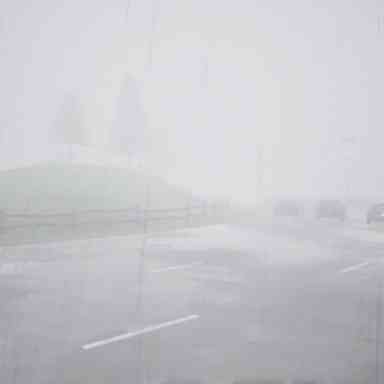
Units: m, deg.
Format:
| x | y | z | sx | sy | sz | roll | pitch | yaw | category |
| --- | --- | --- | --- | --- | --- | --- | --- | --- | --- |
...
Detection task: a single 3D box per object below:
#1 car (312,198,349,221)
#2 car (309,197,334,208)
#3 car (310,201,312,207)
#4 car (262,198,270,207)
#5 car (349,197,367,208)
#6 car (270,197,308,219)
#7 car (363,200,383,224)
| x | y | z | sx | sy | sz | roll | pitch | yaw | category |
| --- | --- | --- | --- | --- | --- | --- | --- | --- | --- |
| 11.416 | 1.334 | 27.213 | 2.097 | 1.767 | 4.553 | -1 | 0 | 27 | car |
| 19.085 | 1.540 | 49.190 | 1.994 | 1.385 | 4.181 | 0 | 0 | -3 | car |
| 15.573 | 1.510 | 49.614 | 1.837 | 1.490 | 4.892 | 0 | 0 | -4 | car |
| 12.150 | 1.580 | 49.935 | 2.033 | 1.411 | 5.357 | 0 | 0 | -5 | car |
| 22.874 | 1.445 | 46.448 | 1.837 | 1.490 | 4.892 | 1 | 0 | -1 | car |
| 8.708 | 1.361 | 29.632 | 2.097 | 1.767 | 4.553 | -1 | 0 | 26 | car |
| 13.842 | 1.517 | 24.219 | 1.994 | 1.385 | 4.181 | 0 | 0 | 29 | car |
